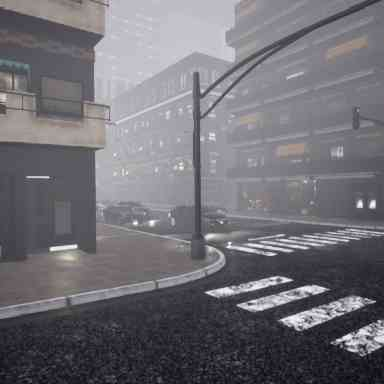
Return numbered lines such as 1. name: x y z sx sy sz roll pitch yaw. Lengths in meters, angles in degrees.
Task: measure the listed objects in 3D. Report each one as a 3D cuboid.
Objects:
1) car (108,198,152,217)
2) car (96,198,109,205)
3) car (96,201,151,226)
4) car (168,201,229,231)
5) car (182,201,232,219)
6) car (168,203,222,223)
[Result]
1. car: -5.275 1.541 28.909 1.837 1.490 4.892 -1 1 -36
2. car: -11.325 1.568 37.264 1.812 1.442 4.674 -1 1 -36
3. car: -5.155 1.632 24.549 1.947 1.339 4.313 -1 1 -36
4. car: 0.295 1.534 21.233 1.837 1.490 4.892 -1 1 -36
5. car: 1.223 1.512 29.176 2.008 1.369 4.403 -1 1 -36
6. car: 0.129 1.595 26.379 1.895 1.301 4.718 -1 1 -35
